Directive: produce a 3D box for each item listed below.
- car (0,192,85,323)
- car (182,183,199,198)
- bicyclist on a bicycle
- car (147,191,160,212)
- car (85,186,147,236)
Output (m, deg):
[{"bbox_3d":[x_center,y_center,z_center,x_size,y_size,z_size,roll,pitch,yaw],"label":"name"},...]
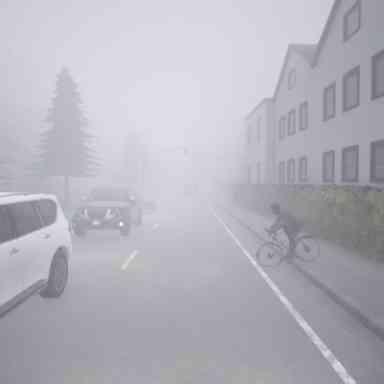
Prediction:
[{"bbox_3d":[-3.613,1.070,4.938,2.150,2.045,5.566,0,2,0],"label":"car"},{"bbox_3d":[-0.170,-0.226,46.842,2.150,2.045,5.566,0,1,-3],"label":"car"},{"bbox_3d":[2.406,1.092,8.514,1.656,1.620,0.582,-9,2,0],"label":"bicyclist on a bicycle"},{"bbox_3d":[-3.663,0.703,26.469,1.882,1.535,5.008,0,2,0],"label":"car"},{"bbox_3d":[-3.674,0.746,15.503,2.150,2.045,5.566,0,2,0],"label":"car"}]
